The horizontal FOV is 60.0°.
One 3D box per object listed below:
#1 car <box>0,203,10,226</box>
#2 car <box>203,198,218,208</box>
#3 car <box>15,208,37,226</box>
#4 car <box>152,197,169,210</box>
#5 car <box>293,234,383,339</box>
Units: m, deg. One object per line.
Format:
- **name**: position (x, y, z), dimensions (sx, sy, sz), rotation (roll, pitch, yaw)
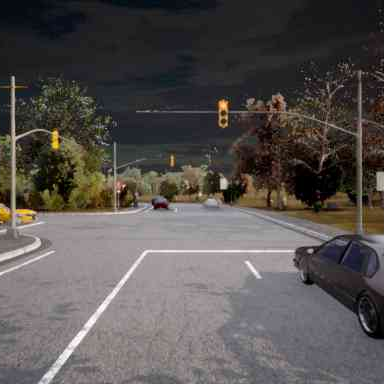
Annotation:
- **car**: position (-13.750, 1.563, 19.483), dimensions (4.892, 1.490, 1.837), rotation (0, 0, 1)
- **car**: position (2.790, 1.681, 50.329), dimensions (1.812, 1.442, 4.674), rotation (0, -1, -5)
- **car**: position (-13.524, 1.533, 23.235), dimensions (5.008, 1.535, 1.882), rotation (0, 0, -5)
- **car**: position (-3.960, 1.675, 43.422), dimensions (1.895, 1.301, 4.718), rotation (0, -1, -2)
- **car**: position (3.611, 1.547, 6.493), dimensions (2.033, 1.411, 5.357), rotation (0, 0, 0)
